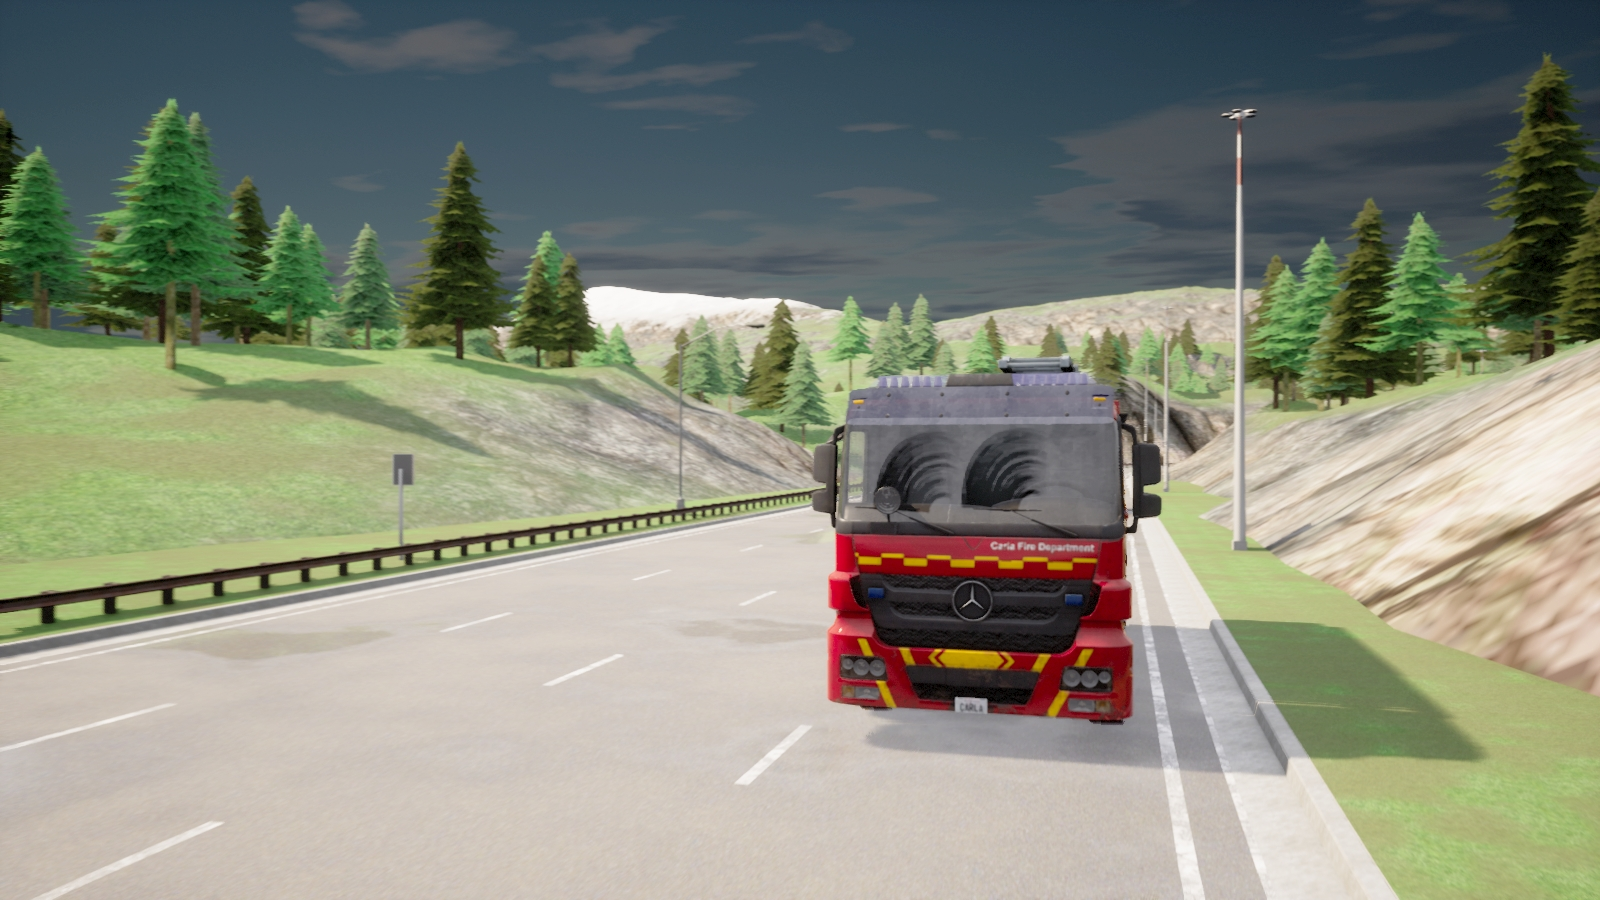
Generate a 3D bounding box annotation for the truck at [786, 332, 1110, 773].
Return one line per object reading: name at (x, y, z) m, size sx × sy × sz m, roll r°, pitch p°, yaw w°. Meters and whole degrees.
truck at (2.389, 0.892, 14.384) m, size 2.891 × 3.827 × 8.468 m, roll 0°, pitch 0°, yaw 15°
